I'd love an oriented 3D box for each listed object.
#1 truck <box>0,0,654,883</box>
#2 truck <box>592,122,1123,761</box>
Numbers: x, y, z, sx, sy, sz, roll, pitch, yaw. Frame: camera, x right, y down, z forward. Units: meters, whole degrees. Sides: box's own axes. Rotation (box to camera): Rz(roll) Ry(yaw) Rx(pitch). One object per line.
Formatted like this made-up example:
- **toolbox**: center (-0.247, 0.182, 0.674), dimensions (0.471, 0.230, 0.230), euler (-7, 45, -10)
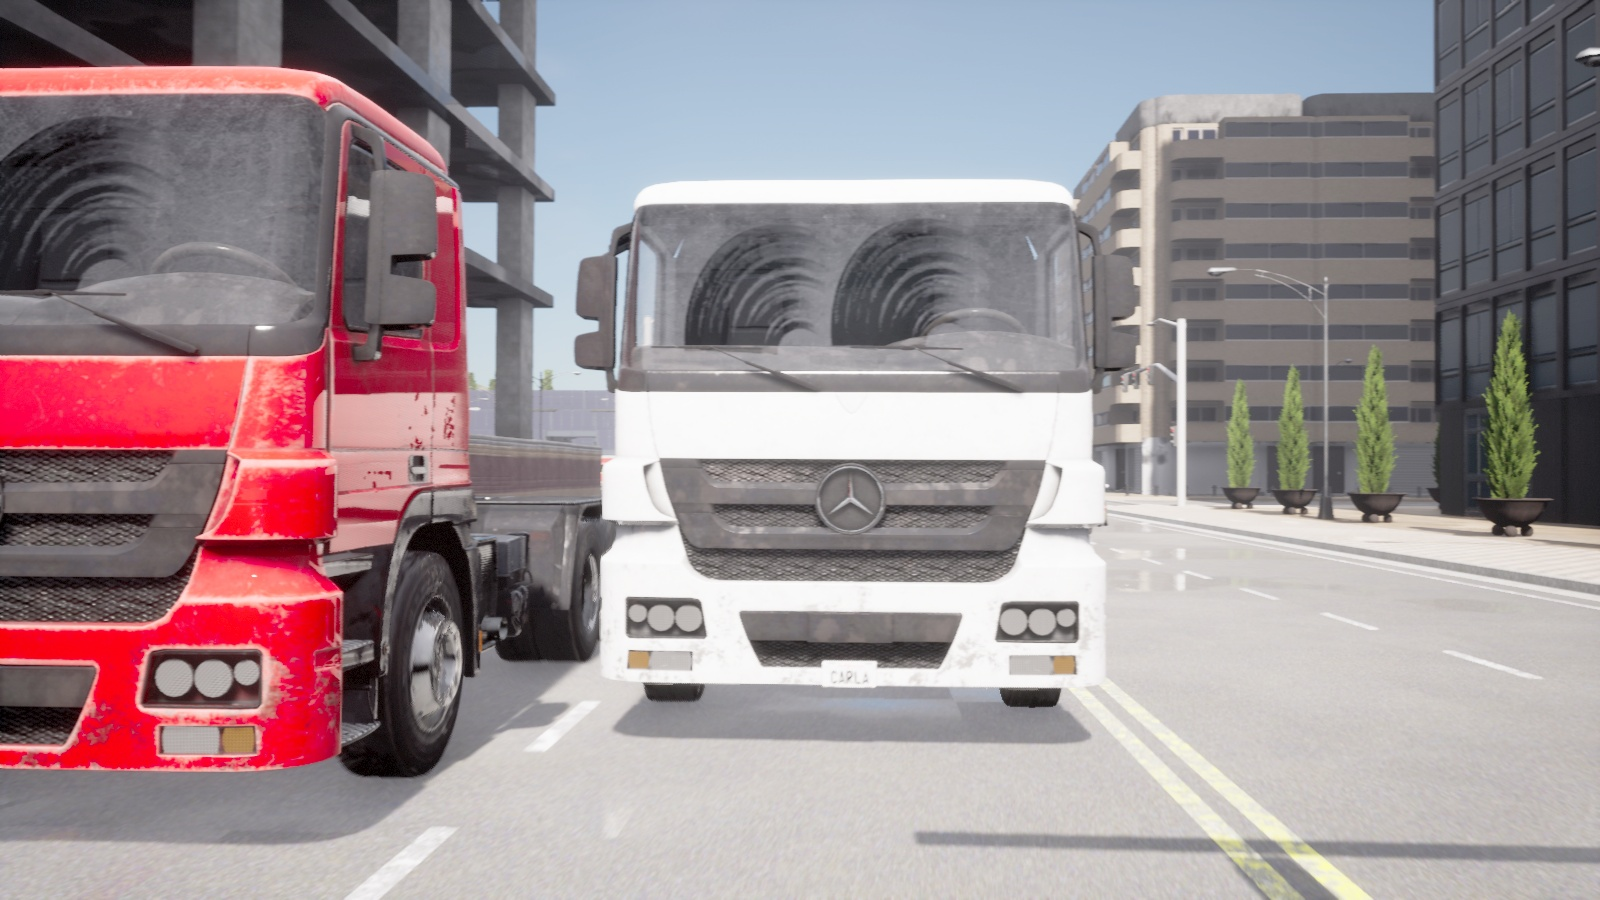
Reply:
- **truck**: center (-3.114, -0.010, 8.845), dimensions (2.891, 3.462, 7.936), euler (0, -1, 3)
- **truck**: center (0.493, 0.015, 10.839), dimensions (2.891, 3.462, 7.936), euler (0, -1, 3)
